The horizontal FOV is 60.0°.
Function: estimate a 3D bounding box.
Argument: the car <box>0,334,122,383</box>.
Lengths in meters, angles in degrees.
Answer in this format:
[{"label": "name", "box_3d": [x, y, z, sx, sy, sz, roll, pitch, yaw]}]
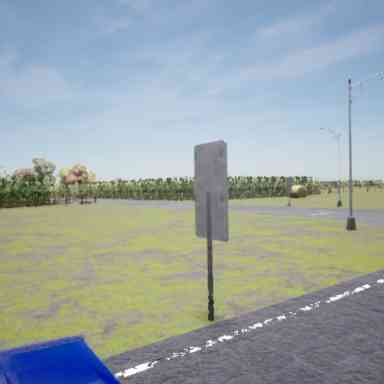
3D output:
[{"label": "car", "box_3d": [-2.465, 1.636, 1.223, 4.718, 1.301, 1.895, -2, 1, -35]}]
